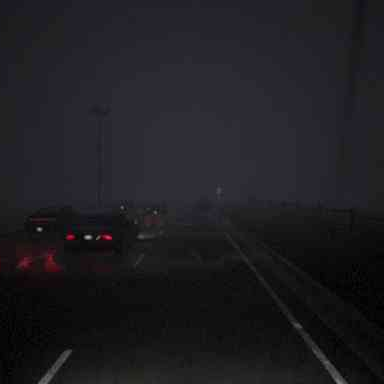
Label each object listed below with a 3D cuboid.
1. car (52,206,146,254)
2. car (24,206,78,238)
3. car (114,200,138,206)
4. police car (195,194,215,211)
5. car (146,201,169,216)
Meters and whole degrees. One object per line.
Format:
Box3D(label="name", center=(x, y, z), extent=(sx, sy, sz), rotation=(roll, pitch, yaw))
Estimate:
Box3D(label="car", center=(-3.362, 1.522, 13.315), extent=(2.033, 1.411, 5.357), rotation=(0, 0, 0))
Box3D(label="car", center=(-6.848, 1.457, 17.374), extent=(2.128, 1.511, 4.902), rotation=(0, 0, 0))
Box3D(label="car", center=(-6.795, 1.500, 34.385), extent=(1.994, 1.385, 4.181), rotation=(0, 0, 0))
Box3D(label="police car", center=(1.345, 1.357, 39.129), extent=(1.930, 1.638, 5.238), rotation=(0, 0, 0))
Box3D(label="car", center=(-3.302, 1.542, 32.265), extent=(1.895, 1.301, 4.718), rotation=(0, 0, 0))
